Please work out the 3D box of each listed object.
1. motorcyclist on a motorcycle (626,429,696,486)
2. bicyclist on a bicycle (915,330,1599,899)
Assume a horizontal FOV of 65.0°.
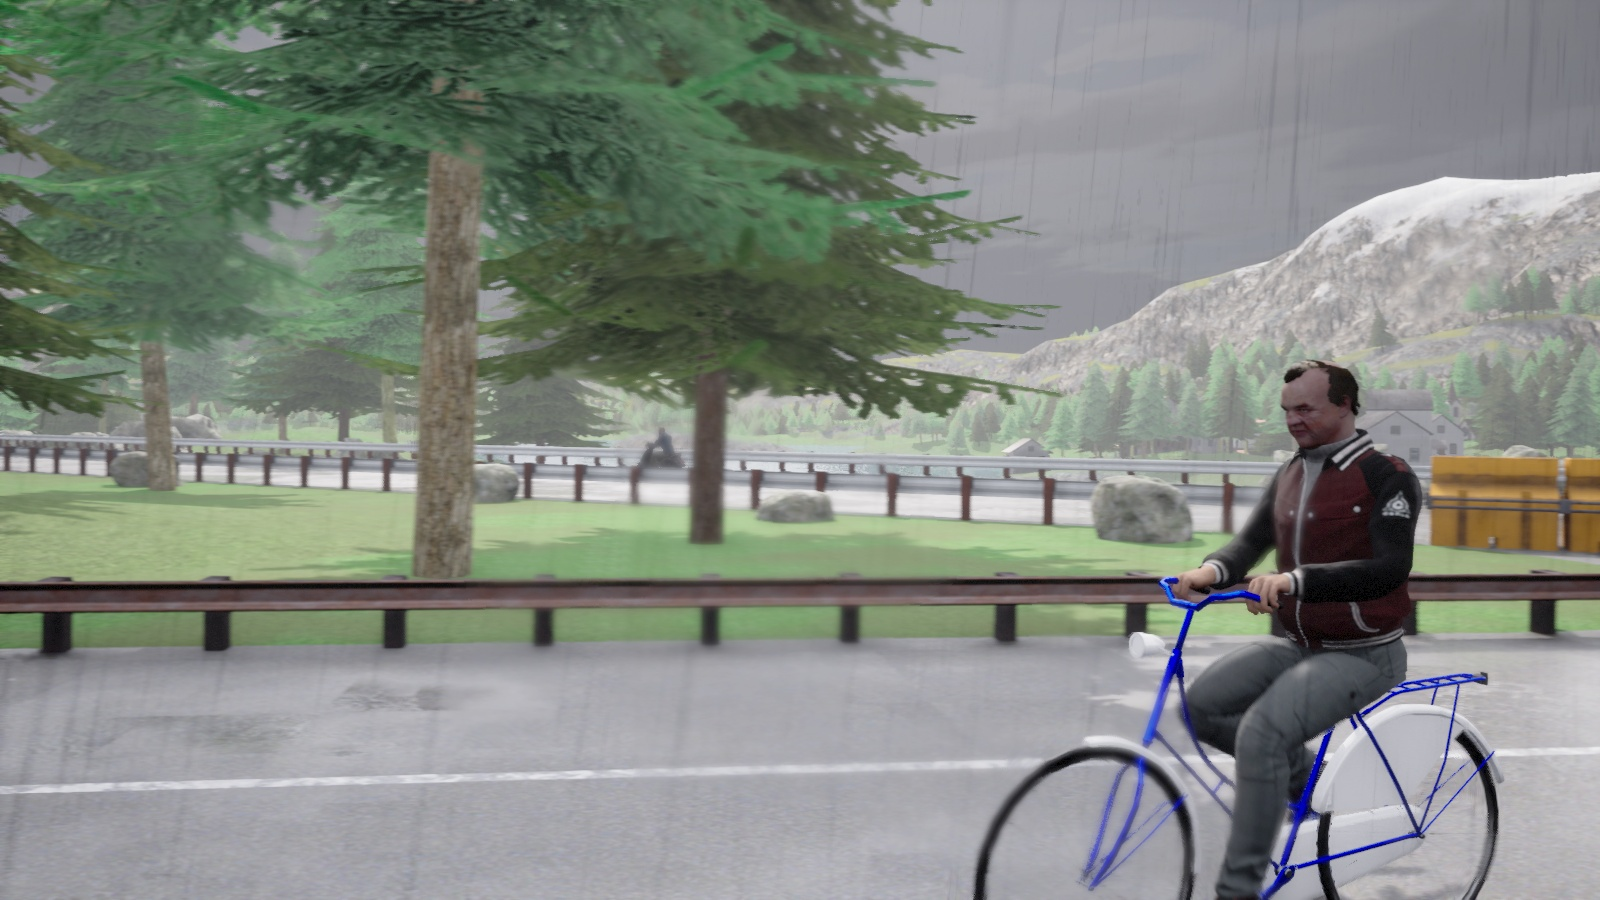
[{"bbox_3d":[-3.982,0.206,35.861,1.817,1.590,0.866,0,1,31],"label":"motorcyclist on a motorcycle"},{"bbox_3d":[1.305,0.596,3.540,1.843,1.776,0.659,-1,1,-21],"label":"bicyclist on a bicycle"}]
